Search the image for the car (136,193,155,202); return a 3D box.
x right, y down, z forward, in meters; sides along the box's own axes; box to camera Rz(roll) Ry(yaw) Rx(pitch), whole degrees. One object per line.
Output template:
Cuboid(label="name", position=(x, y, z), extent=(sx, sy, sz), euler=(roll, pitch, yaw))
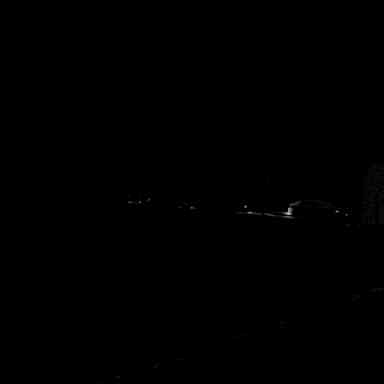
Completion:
Cuboid(label="car", position=(-6.746, 0.818, 53.517), extent=(1.994, 1.385, 4.181), euler=(1, 1, -34))

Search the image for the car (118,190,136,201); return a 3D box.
Cuboid(label="car", position=(-9.996, 0.553, 53.248), extent=(2.097, 1.767, 4.553), euler=(1, 1, -34))

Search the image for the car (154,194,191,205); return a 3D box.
Cuboid(label="car", position=(-2.308, 0.969, 42.029), extent=(2.033, 1.411, 5.357), euler=(1, 1, -35))

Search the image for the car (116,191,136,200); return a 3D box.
Cuboid(label="car", position=(-12.266, 0.625, 61.393), extent=(1.812, 1.442, 4.674), euler=(1, 1, -35))

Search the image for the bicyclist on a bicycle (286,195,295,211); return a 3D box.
Cuboid(label="bicyclist on a bicycle", position=(10.265, 1.137, 34.393), extent=(1.656, 1.620, 0.582), euler=(0, 1, -35))

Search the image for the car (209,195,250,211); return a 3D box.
Cuboid(label="car", position=(3.670, 1.084, 33.421), extent=(2.128, 1.511, 4.902), euler=(1, 1, -35))

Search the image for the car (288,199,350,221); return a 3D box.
Cuboid(label="car", position=(9.458, 1.284, 25.087), extent=(1.812, 1.442, 4.674), euler=(1, 1, -35))
